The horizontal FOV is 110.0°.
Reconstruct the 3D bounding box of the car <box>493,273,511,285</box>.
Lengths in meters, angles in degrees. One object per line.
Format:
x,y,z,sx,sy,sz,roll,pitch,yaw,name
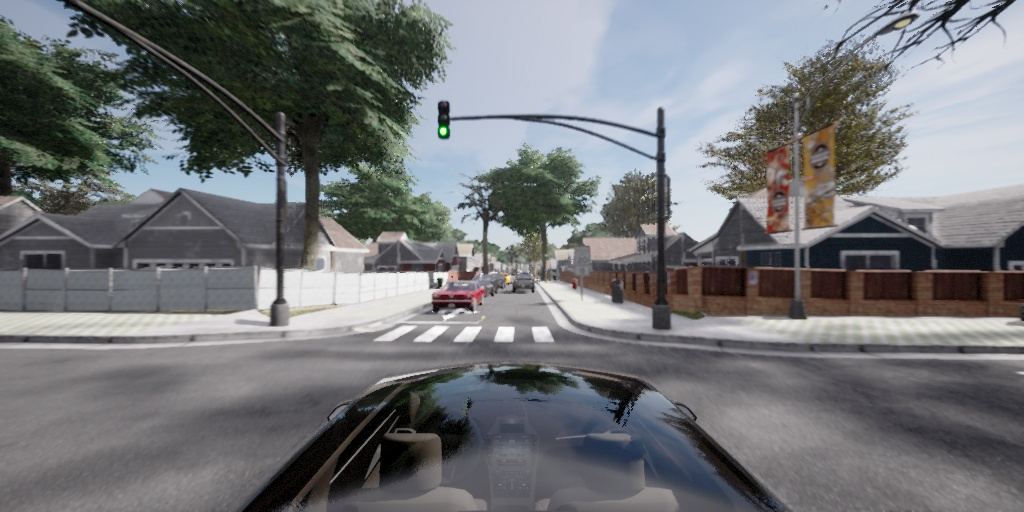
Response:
-1.230,2.945,46.597,1.882,1.535,5.008,0,-2,2,car

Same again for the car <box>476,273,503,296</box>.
-2.080,2.132,26.707,2.128,1.511,4.902,0,-2,3,car

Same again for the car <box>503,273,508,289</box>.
-1.665,2.550,36.603,1.837,1.490,4.892,0,-2,3,car

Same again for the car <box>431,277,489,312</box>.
-2.460,1.865,17.254,1.895,1.301,4.718,0,-2,2,car

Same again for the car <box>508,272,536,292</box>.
1.040,2.326,31.397,2.128,1.511,4.902,0,-2,2,car
